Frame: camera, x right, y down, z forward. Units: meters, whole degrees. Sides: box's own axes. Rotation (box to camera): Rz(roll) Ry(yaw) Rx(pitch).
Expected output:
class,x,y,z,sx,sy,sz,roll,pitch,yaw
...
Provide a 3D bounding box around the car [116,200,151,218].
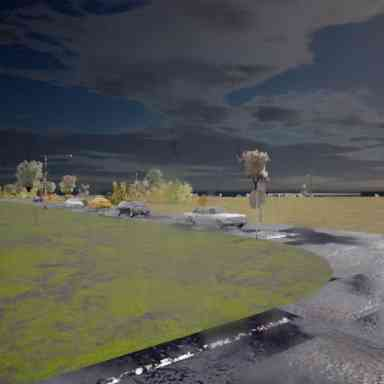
class,x,y,z,sx,sy,sz,roll,pitch,yaw
car,-5.626,1.583,31.760,1.837,1.490,4.892,0,0,-35

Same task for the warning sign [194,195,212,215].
class,x,y,z,sx,sy,sz,roll,pitch,yaw
warning sign,1.010,1.179,31.557,1.300,1.860,1.060,0,0,-35

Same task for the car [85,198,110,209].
class,x,y,z,sx,sy,sz,roll,pitch,yaw
car,-13.299,1.607,47.631,1.882,1.535,5.008,0,0,-34

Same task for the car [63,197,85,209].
class,x,y,z,sx,sy,sz,roll,pitch,yaw
car,-17.092,1.666,48.113,1.812,1.442,4.674,0,0,-35

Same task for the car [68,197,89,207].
class,x,y,z,sx,sy,sz,roll,pitch,yaw
car,-19.078,1.643,55.723,1.882,1.535,5.008,0,0,-35

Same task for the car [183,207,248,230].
class,x,y,z,sx,sy,sz,roll,pitch,yaw
car,1.446,1.644,21.742,1.895,1.301,4.718,0,0,-35
